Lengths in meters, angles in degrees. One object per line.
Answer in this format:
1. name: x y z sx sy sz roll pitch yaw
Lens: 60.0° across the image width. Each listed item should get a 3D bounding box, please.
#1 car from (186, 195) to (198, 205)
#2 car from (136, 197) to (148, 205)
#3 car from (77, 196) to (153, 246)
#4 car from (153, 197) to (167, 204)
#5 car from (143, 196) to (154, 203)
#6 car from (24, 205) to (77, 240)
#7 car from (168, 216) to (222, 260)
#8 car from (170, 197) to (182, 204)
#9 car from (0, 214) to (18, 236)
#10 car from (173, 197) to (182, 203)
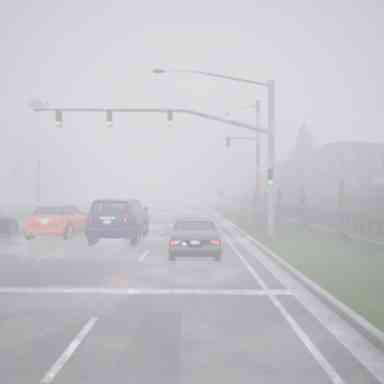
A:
1. car: -0.010 1.582 70.095 2.150 2.045 5.566 0 0 0
2. car: -10.510 1.884 70.478 1.812 1.442 4.674 0 0 0
3. car: -3.404 1.306 16.011 2.150 2.045 5.566 0 0 0
4. car: -7.010 1.955 70.509 1.895 1.301 4.718 0 0 0
5. car: -10.511 1.729 80.483 1.882 1.535 5.008 0 0 0
6. car: -6.903 1.445 17.692 2.097 1.767 4.553 0 0 0
7. car: 0.096 1.614 12.706 2.033 1.411 5.357 0 0 0
8. car: -3.510 1.834 70.063 1.882 1.535 5.008 0 0 0
9. car: -10.403 1.576 16.207 2.128 1.511 4.902 0 0 0
10. car: -3.511 1.847 80.513 1.895 1.301 4.718 0 0 0
